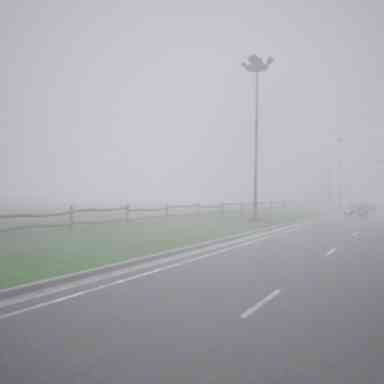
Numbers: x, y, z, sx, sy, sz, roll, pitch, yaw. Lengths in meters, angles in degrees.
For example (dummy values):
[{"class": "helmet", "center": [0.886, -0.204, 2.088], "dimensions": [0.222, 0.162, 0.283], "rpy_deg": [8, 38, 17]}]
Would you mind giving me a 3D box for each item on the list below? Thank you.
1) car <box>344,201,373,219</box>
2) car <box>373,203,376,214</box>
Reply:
[{"class": "car", "center": [16.374, 1.876, 32.910], "dimensions": [1.895, 1.301, 4.718], "rpy_deg": [1, 0, 33]}, {"class": "car", "center": [21.364, 1.882, 40.625], "dimensions": [1.812, 1.442, 4.674], "rpy_deg": [1, 0, 33]}]
